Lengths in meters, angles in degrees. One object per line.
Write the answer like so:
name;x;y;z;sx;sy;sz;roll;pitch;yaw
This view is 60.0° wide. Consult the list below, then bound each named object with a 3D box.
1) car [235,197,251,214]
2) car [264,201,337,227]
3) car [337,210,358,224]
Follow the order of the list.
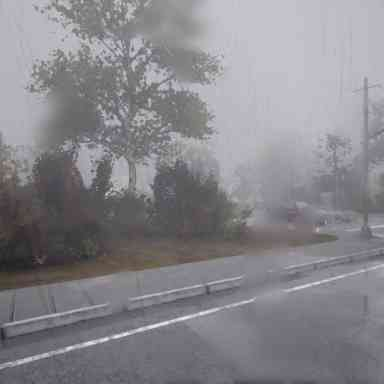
car;3.594;1.443;33.846;2.150;2.045;5.566;0;-1;-42
car;7.432;1.426;23.655;2.097;1.767;4.553;0;-1;-38
car;10.226;1.675;25.857;1.895;1.301;4.718;0;-1;-39
